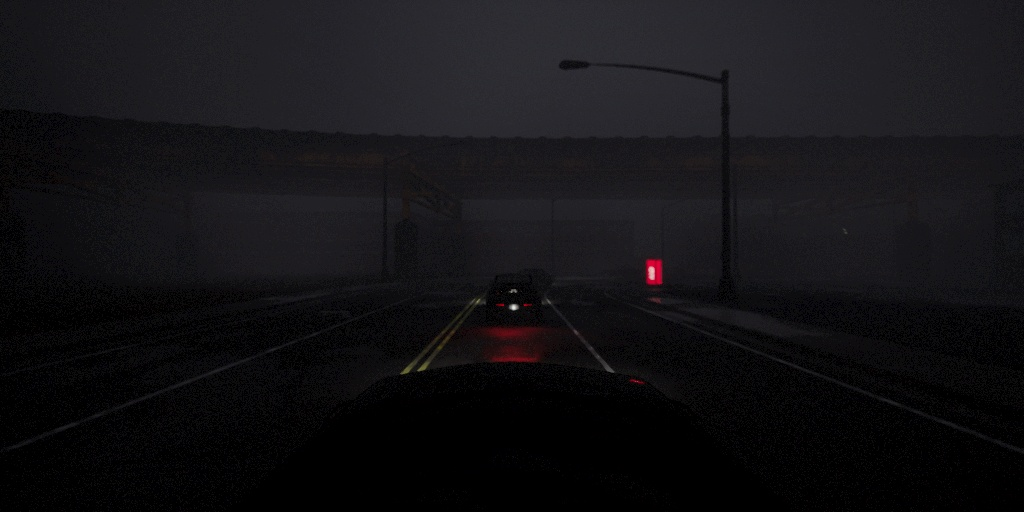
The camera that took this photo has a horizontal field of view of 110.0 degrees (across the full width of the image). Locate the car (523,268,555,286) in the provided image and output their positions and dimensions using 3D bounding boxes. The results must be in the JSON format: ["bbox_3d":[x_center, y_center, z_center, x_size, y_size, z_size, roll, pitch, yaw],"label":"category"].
[{"bbox_3d":[1.643,1.588,26.271,2.033,1.411,5.357,0,-1,22],"label":"car"}]

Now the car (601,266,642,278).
[{"bbox_3d":[12.773,1.827,41.909,4.718,1.301,1.895,0,-1,-24],"label":"car"}]

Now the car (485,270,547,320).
[{"bbox_3d":[0.047,1.388,13.335,1.837,1.490,4.892,0,-2,0],"label":"car"}]

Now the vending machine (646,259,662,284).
[{"bbox_3d":[11.026,1.255,27.832,1.100,2.100,0.880,0,0,42],"label":"vending machine"}]
